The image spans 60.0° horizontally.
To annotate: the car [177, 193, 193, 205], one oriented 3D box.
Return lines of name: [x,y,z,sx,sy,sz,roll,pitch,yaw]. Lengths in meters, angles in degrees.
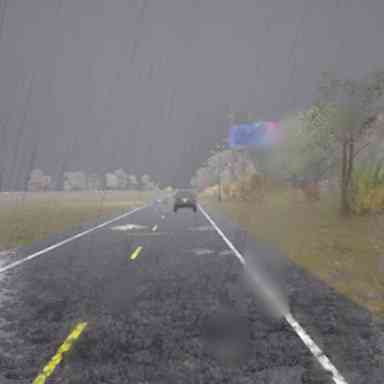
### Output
car: [-0.935,0.981,47.458,2.128,1.511,4.902,-1,1,-1]

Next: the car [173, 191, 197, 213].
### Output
car: [-0.663,0.870,32.612,2.150,2.045,5.566,-1,1,0]

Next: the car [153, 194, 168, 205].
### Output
car: [-4.506,1.061,48.087,2.128,1.511,4.902,-1,1,-1]
